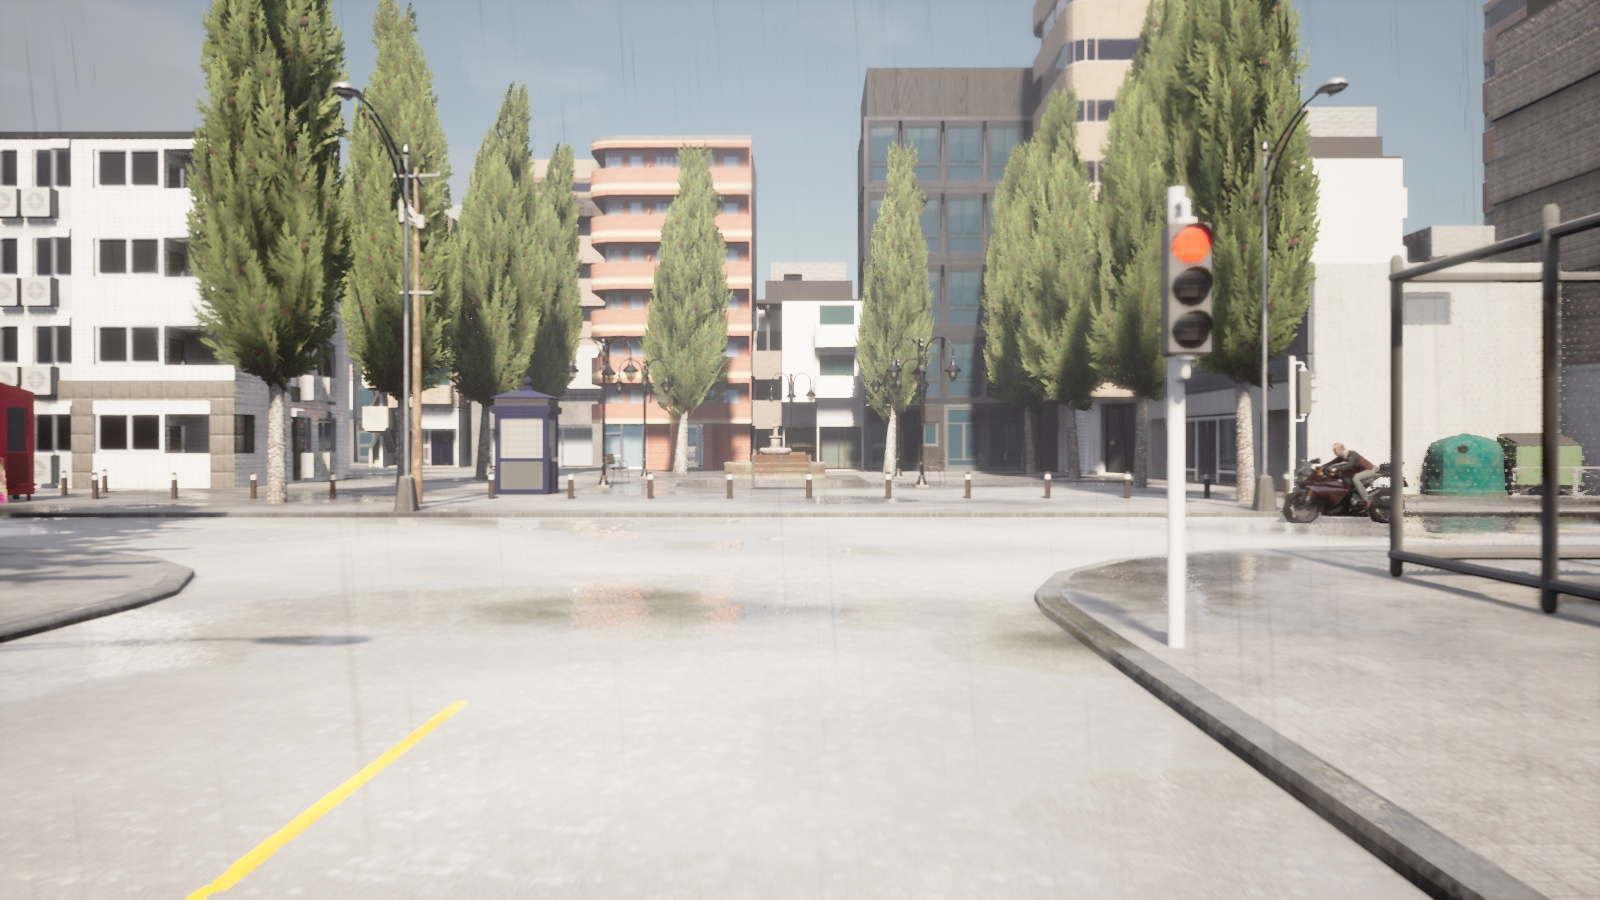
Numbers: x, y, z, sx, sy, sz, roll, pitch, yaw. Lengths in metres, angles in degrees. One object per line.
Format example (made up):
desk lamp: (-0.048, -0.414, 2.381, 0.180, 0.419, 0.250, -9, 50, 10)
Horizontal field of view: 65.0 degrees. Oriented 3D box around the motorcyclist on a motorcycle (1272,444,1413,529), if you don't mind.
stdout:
motorcyclist on a motorcycle: (9.865, 0.653, 22.900, 2.191, 1.530, 0.866, 0, 0, 0)
